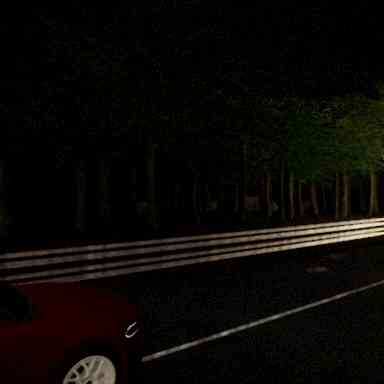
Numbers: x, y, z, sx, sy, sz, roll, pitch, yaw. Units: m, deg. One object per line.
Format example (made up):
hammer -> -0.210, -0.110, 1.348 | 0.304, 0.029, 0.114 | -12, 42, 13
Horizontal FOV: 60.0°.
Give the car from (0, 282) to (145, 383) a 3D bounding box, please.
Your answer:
car -> -2.857, 1.473, 3.114 | 5.008, 1.535, 1.882 | 1, 0, -36
